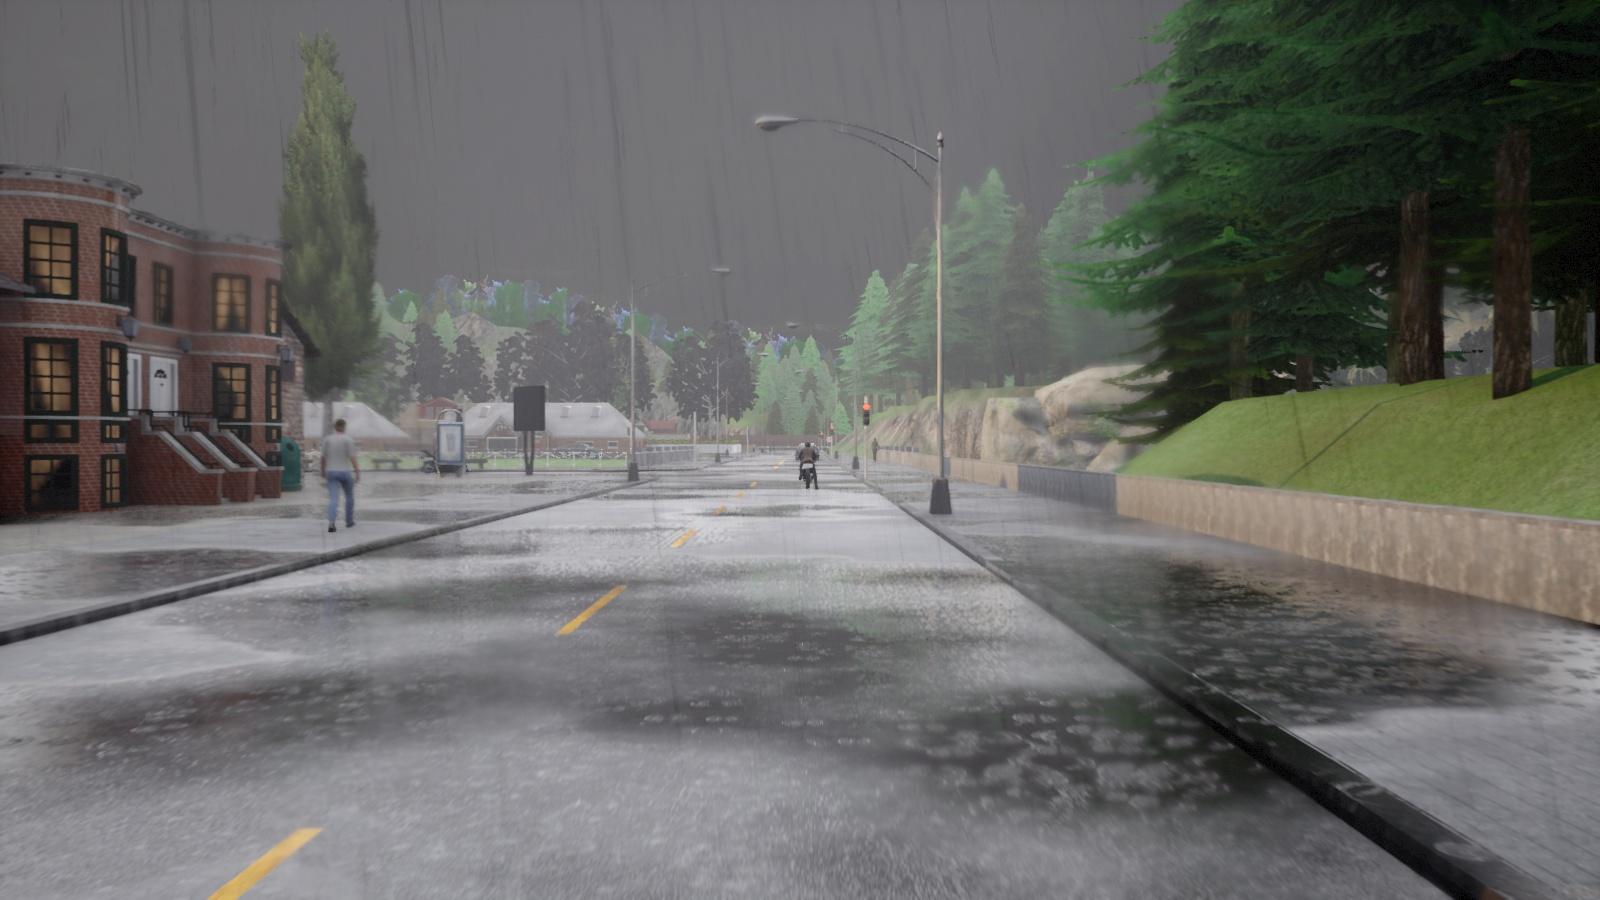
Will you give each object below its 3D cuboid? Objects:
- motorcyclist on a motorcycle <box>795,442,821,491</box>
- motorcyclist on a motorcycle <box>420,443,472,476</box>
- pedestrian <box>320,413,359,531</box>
[{"bbox_3d":[0.248,0.503,40.030,0.797,1.523,2.044,0,0,0],"label":"motorcyclist on a motorcycle"},{"bbox_3d":[-16.550,0.437,58.792,2.191,1.530,0.866,0,0,0],"label":"motorcyclist on a motorcycle"},{"bbox_3d":[-7.284,0.335,19.870,0.354,1.836,0.706,0,0,1],"label":"pedestrian"}]
